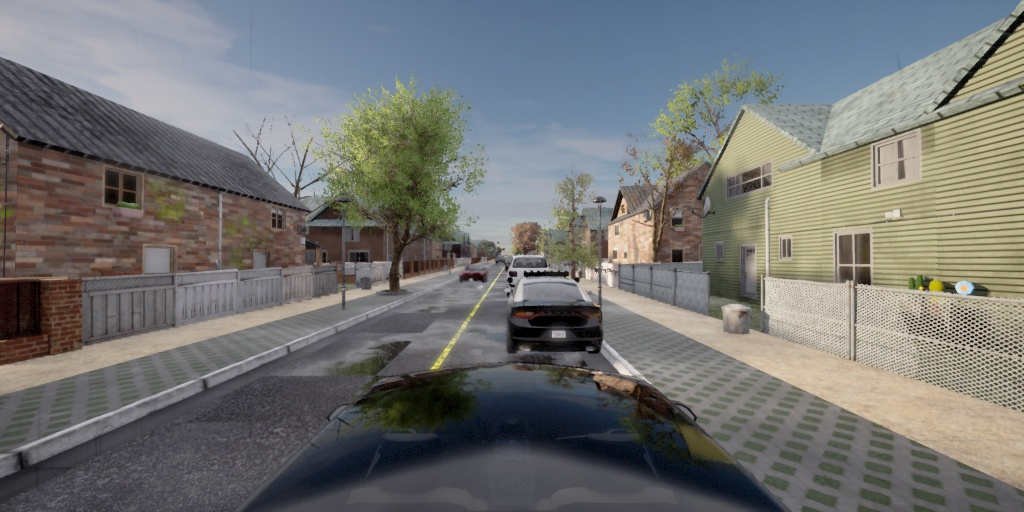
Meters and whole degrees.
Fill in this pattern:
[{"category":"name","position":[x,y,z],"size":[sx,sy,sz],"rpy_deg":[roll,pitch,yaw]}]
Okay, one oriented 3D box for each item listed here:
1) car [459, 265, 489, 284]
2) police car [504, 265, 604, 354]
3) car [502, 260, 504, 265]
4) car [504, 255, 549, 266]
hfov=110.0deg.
[{"category":"car","position":[-2.839,1.354,27.231],"size":[1.895,1.301,4.718],"rpy_deg":[0,0,0]},{"category":"police car","position":[0.828,1.177,8.925],"size":[1.930,1.638,5.238],"rpy_deg":[0,0,0]},{"category":"car","position":[0.051,1.348,46.662],"size":[1.895,1.301,4.718],"rpy_deg":[0,0,1]},{"category":"car","position":[0.833,0.978,18.848],"size":[2.150,2.045,5.566],"rpy_deg":[0,0,0]}]
